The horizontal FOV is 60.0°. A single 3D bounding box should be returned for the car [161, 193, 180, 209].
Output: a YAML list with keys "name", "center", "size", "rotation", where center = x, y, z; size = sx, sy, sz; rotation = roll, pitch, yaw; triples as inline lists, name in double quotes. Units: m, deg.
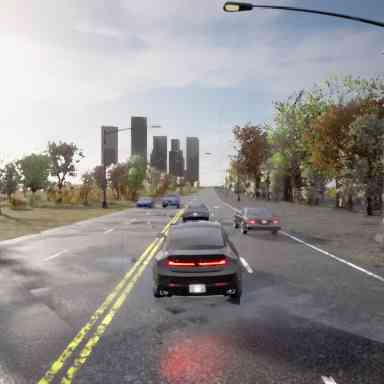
- name: "car"
  center: [-2.723, 1.157, 44.333]
  size: [2.150, 2.045, 5.566]
  rotation: [0, 0, 2]

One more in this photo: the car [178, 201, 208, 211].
- name: "car"
  center: [0.298, 1.527, 25.693]
  size: [1.994, 1.385, 4.181]
  rotation: [-1, 1, 2]

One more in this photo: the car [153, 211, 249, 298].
- name: "car"
  center: [0.120, 1.490, 8.503]
  size: [1.837, 1.490, 4.892]
  rotation: [-1, 1, 1]

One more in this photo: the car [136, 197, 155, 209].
- name: "car"
  center: [-6.002, 1.417, 43.289]
  size: [1.882, 1.535, 5.008]
  rotation: [0, 0, 2]

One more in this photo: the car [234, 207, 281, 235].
- name: "car"
  center: [3.506, 1.523, 18.731]
  size: [2.033, 1.411, 5.357]
  rotation: [0, 0, 0]
